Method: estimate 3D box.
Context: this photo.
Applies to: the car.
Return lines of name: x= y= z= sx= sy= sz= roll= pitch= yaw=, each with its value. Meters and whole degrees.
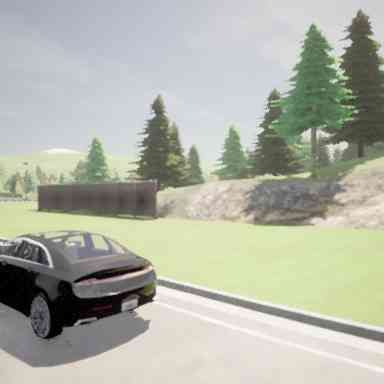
car: x=-2.803 y=1.529 z=6.683 sx=4.902 sy=1.511 sz=2.128 roll=0 pitch=0 yaw=40
